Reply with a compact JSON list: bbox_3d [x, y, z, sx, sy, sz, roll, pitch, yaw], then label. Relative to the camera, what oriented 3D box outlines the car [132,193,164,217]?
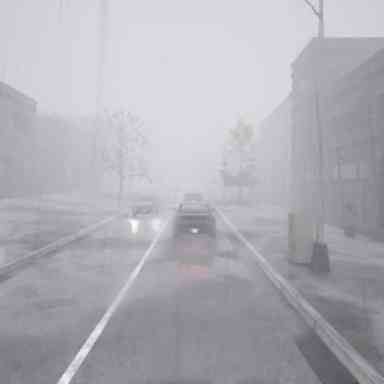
[{"bbox_3d":[-3.094,0.887,23.875,1.837,1.490,4.892,0,2,0],"label":"car"}]

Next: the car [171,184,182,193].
[{"bbox_3d":[-3.019,-0.781,64.982,2.097,1.767,4.553,0,2,0],"label":"car"}]

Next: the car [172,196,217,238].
[{"bbox_3d":[0.102,1.192,15.652,1.837,1.490,4.892,0,2,0],"label":"car"}]

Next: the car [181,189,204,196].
[{"bbox_3d":[0.105,0.524,33.716,1.837,1.490,4.892,0,2,0],"label":"car"}]
